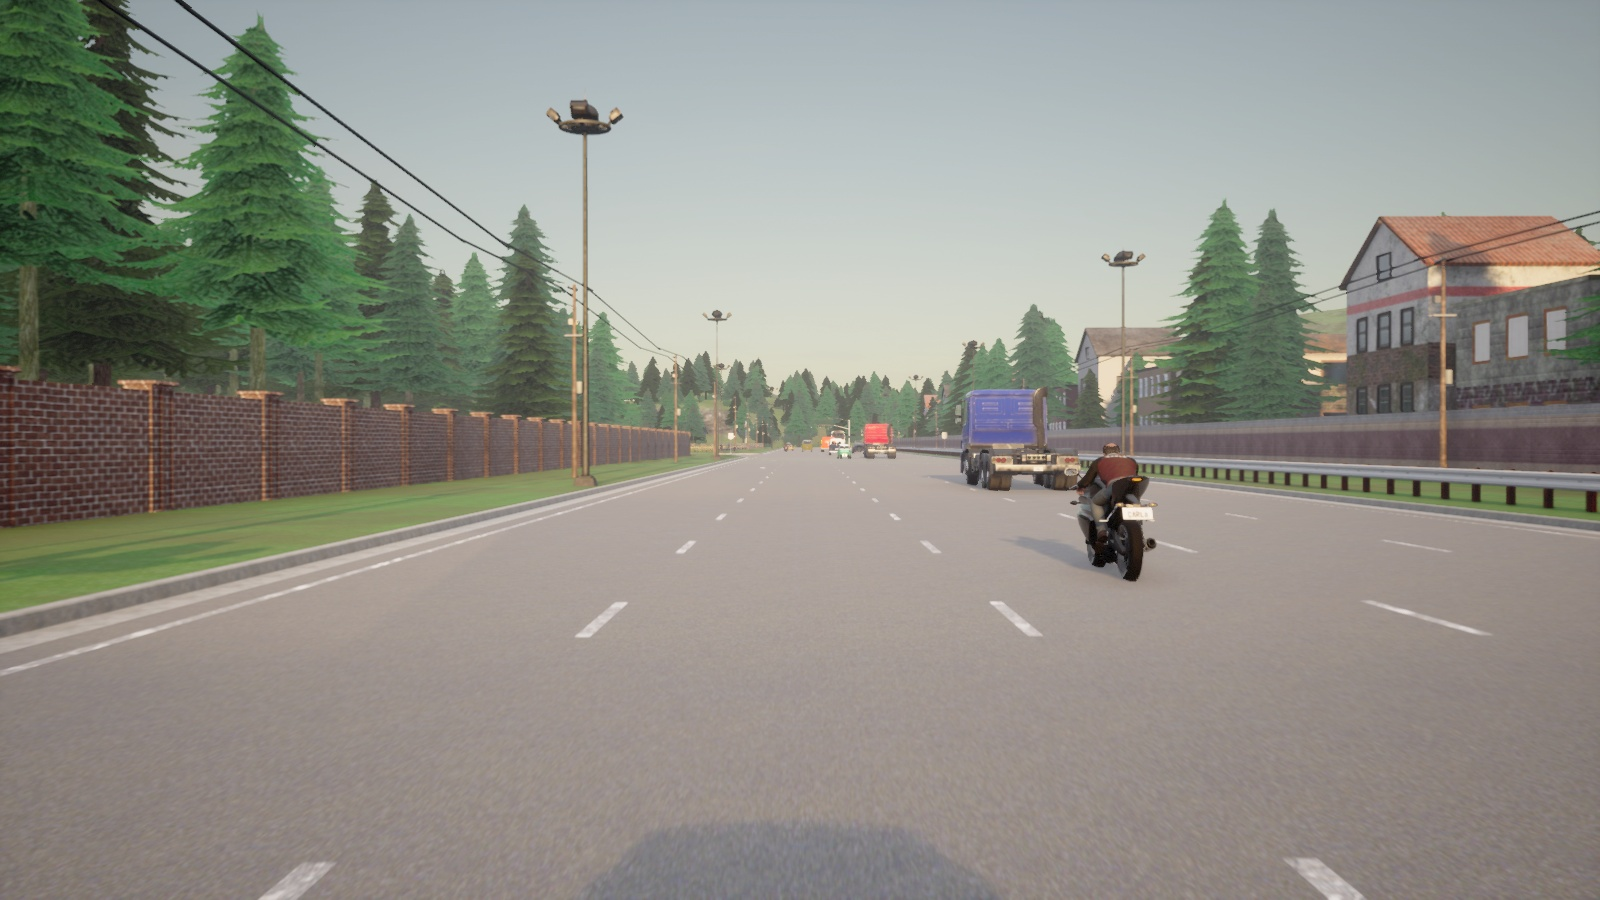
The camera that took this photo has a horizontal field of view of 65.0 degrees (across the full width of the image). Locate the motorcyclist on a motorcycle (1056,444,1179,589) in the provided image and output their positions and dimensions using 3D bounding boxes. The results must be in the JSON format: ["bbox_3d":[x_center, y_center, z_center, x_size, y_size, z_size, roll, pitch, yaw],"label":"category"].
[{"bbox_3d":[3.598,0.703,14.455,0.866,1.530,2.191,0,0,0],"label":"motorcyclist on a motorcycle"}]

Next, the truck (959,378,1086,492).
[{"bbox_3d":[7.256,-0.467,42.104,2.891,3.462,7.936,0,0,0],"label":"truck"}]
